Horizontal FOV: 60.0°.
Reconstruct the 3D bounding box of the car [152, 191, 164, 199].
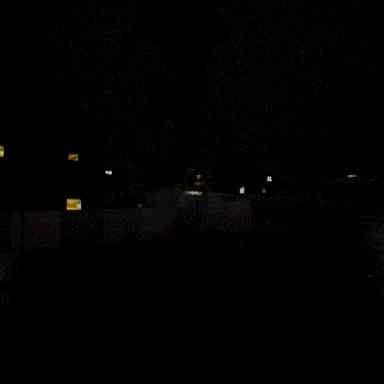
[{"bbox_3d":[-6.441,0.639,61.681,1.812,1.442,4.674,1,1,-21],"label":"car"}]
